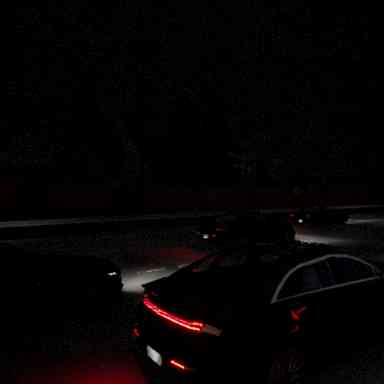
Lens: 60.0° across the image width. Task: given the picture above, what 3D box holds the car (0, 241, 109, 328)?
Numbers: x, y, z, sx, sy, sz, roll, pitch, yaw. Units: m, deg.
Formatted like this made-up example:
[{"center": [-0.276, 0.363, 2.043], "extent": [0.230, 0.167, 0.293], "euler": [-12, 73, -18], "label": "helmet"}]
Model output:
[{"center": [-3.485, 1.526, 5.560], "extent": [4.674, 1.442, 1.812], "euler": [0, 0, -36], "label": "car"}]

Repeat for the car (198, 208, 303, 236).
[{"center": [2.379, 1.525, 14.109], "extent": [4.674, 1.442, 1.812], "euler": [0, 0, -36], "label": "car"}]

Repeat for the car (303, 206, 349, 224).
[{"center": [8.931, 1.600, 23.182], "extent": [4.718, 1.301, 1.895], "euler": [0, 0, -36], "label": "car"}]

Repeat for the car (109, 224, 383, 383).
[{"center": [1.568, 1.490, 4.884], "extent": [4.902, 1.511, 2.128], "euler": [0, 0, -36], "label": "car"}]
